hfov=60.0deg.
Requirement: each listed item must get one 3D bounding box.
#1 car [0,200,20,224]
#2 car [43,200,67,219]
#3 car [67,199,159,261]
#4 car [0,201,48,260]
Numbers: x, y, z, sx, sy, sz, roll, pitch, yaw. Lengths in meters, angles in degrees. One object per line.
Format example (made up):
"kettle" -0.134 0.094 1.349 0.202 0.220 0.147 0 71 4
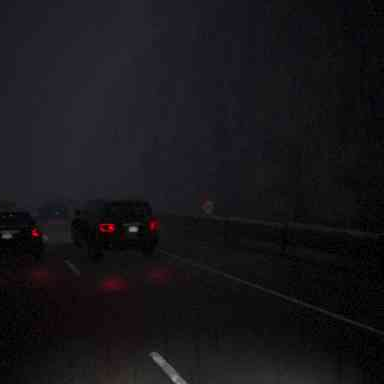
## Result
"car" -14.148 1.457 25.202 1.837 1.490 4.892 0 1 -29
"car" -11.698 1.432 27.992 1.882 1.535 5.008 0 1 -29
"car" -3.159 1.261 12.910 2.150 2.045 5.566 0 0 -29
"car" -6.711 1.373 12.094 2.097 1.767 4.553 0 0 -29
